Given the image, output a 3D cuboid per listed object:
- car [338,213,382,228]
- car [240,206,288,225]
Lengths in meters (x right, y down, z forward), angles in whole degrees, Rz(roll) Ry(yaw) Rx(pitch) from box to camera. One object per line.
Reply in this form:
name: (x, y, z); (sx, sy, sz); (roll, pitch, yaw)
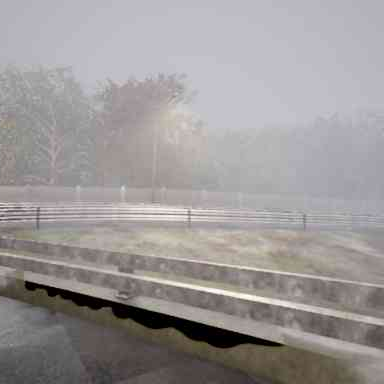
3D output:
car: (17.945, 3.012, 35.593); (5.008, 1.535, 1.882); (3, -1, -19)
car: (6.850, 2.104, 31.823); (4.553, 1.767, 2.097); (3, -1, -19)
